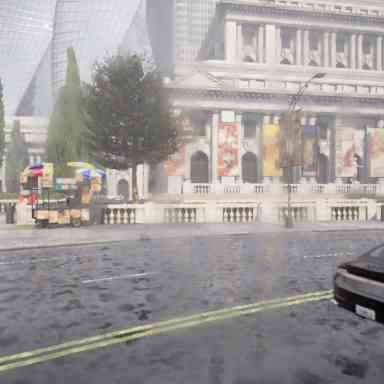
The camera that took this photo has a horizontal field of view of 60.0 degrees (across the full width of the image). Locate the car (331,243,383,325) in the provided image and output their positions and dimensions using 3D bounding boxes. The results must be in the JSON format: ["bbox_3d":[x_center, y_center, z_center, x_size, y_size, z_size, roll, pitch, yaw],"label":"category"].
[{"bbox_3d":[4.682,1.493,5.739,4.902,1.511,2.128,0,0,-24],"label":"car"}]
